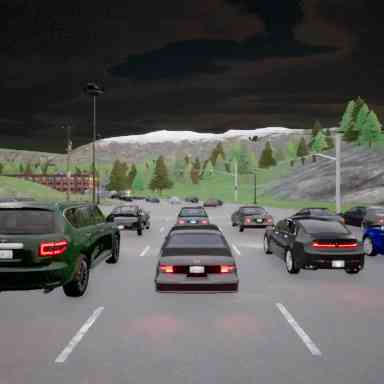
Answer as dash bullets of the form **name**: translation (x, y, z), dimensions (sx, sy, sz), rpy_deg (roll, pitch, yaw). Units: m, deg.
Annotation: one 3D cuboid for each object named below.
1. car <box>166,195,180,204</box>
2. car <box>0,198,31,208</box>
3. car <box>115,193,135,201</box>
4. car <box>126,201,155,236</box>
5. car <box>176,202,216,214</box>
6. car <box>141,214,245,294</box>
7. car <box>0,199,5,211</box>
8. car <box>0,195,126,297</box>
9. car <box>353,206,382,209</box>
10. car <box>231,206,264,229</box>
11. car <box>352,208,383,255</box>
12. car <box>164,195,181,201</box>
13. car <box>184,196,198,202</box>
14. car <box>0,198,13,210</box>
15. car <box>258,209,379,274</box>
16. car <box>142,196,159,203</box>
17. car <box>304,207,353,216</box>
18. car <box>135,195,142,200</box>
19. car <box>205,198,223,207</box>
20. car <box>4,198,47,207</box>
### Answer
- **car**: translation (-3.492, 1.525, 63.107), dimensions (1.812, 1.442, 4.674), rpy_deg (1, 0, -14)
- **car**: translation (-25.212, 1.526, 46.324), dimensions (4.674, 1.442, 1.812), rpy_deg (0, 0, -1)
- **car**: translation (-15.595, 1.478, 76.865), dimensions (1.882, 1.535, 5.008), rpy_deg (0, 0, -30)
- **car**: translation (-3.460, 1.491, 18.561), dimensions (2.128, 1.511, 4.902), rpy_deg (0, 0, 0)
- **car**: translation (0.043, 1.547, 19.021), dimensions (2.033, 1.411, 5.357), rpy_deg (0, 0, 0)
- **car**: translation (0.082, 1.547, 8.952), dimensions (2.033, 1.411, 5.357), rpy_deg (0, 0, 0)
- **car**: translation (-24.973, 1.526, 39.326), dimensions (4.674, 1.442, 1.812), rpy_deg (0, 0, -1)
- **car**: translation (-3.420, 1.221, 8.707), dimensions (2.150, 2.045, 5.566), rpy_deg (0, 0, 0)
- **car**: translation (10.521, 1.547, 19.991), dimensions (2.033, 1.411, 5.357), rpy_deg (0, 0, -1)
- **car**: translation (3.520, 1.547, 20.038), dimensions (2.033, 1.411, 5.357), rpy_deg (0, 0, -1)
- **car**: translation (7.075, 1.478, 10.030), dimensions (1.882, 1.535, 5.008), rpy_deg (0, 0, 0)
- **car**: translation (-5.159, 1.525, 86.742), dimensions (2.128, 1.511, 4.902), rpy_deg (0, 0, -34)
- **car**: translation (-0.206, 1.506, 66.258), dimensions (1.837, 1.490, 4.892), rpy_deg (2, 0, -17)
- **car**: translation (-26.257, 1.547, 42.808), dimensions (5.357, 1.411, 2.033), rpy_deg (0, 0, -1)
- **car**: translation (3.576, 1.505, 10.545), dimensions (1.837, 1.490, 4.892), rpy_deg (0, 0, 0)
- **car**: translation (-8.209, 1.547, 68.470), dimensions (2.033, 1.411, 5.357), rpy_deg (0, 0, -21)
- **car**: translation (7.033, 1.564, 19.018), dimensions (1.994, 1.385, 4.181), rpy_deg (0, 0, 0)
- **car**: translation (-15.422, 1.595, 93.942), dimensions (4.718, 1.301, 1.895), rpy_deg (0, 0, 42)
- **car**: translation (3.257, 1.564, 49.775), dimensions (1.994, 1.385, 4.181), rpy_deg (0, 0, 21)
- **car**: translation (-24.924, 1.547, 49.829), dimensions (5.357, 1.411, 2.033), rpy_deg (0, 0, -1)
